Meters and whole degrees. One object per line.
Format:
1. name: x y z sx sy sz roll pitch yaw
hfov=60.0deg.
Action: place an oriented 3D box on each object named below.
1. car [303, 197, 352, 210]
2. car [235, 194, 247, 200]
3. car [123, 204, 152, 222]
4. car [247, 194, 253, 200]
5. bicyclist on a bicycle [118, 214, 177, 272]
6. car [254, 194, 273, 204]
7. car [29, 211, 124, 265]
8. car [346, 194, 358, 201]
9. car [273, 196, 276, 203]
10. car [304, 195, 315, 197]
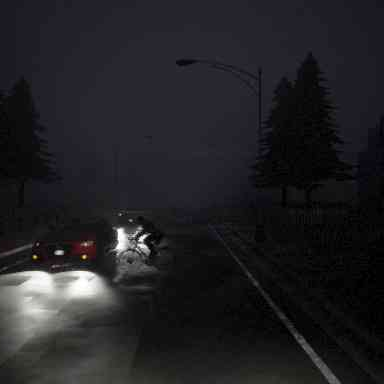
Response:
1. car: 16.631 1.585 40.939 4.718 1.301 1.895 0 0 1
2. car: 12.019 1.339 84.360 2.007 1.523 4.514 0 0 -1
3. car: -4.135 1.601 24.489 1.895 1.301 4.718 0 0 -1
4. car: 15.155 1.329 84.464 2.152 1.636 5.027 0 0 -1
5. bicyclist on a bicycle: -1.266 1.452 9.330 1.656 1.620 0.582 -2 0 -2
6. car: 12.458 1.373 58.329 1.845 1.501 3.633 0 0 -1
7. car: -3.862 1.564 11.571 1.994 1.385 4.181 0 0 -1
8. car: 37.118 1.297 77.109 2.007 1.523 4.514 0 0 -1
9. car: 15.316 1.383 65.798 1.970 1.475 3.806 0 0 -1
10. car: 27.125 1.319 76.987 1.845 1.501 3.633 0 0 -1
